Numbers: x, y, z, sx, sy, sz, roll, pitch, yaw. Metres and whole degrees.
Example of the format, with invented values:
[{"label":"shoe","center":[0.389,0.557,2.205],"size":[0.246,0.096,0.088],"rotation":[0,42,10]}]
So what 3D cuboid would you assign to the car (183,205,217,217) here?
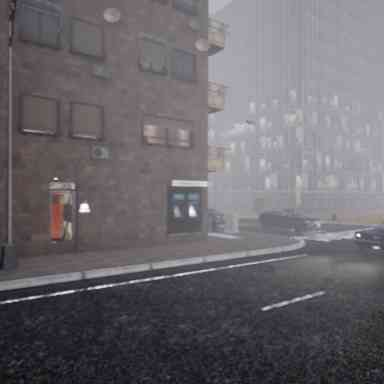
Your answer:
[{"label":"car","center":[0.932,2.349,42.221],"size":[2.008,1.369,4.403],"rotation":[-1,0,-36]}]

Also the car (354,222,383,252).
[{"label":"car","center":[8.836,1.882,13.985],"size":[4.718,1.301,1.895],"rotation":[2,-1,-36]}]

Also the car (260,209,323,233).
[{"label":"car","center":[6.937,1.979,23.791],"size":[2.128,1.511,4.902],"rotation":[0,-1,-33]}]

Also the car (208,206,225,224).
[{"label":"car","center":[1.485,2.136,31.496],"size":[1.837,1.490,4.892],"rotation":[0,-1,-36]}]
